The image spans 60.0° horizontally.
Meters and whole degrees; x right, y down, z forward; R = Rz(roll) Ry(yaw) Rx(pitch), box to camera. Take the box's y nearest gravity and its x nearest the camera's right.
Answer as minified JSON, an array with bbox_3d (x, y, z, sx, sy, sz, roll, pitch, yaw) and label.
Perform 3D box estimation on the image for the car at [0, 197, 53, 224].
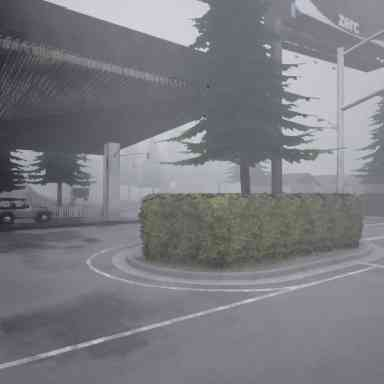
[{"bbox_3d":[-12.003,1.313,23.463,3.866,1.878,1.905,0,0,-36],"label":"car"}]
